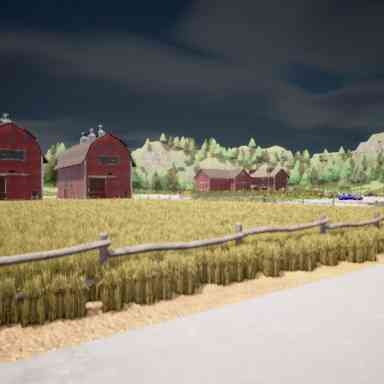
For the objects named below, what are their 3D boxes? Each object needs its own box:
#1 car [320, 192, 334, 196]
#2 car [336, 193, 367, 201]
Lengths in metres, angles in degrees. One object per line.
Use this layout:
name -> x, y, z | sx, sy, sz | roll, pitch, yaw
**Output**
car -> 36.008, 0.781, 87.130 | 1.932, 1.855, 4.605 | 0, 0, -36
car -> 32.509, 1.045, 68.161 | 2.242, 1.667, 4.611 | 0, 0, -36
